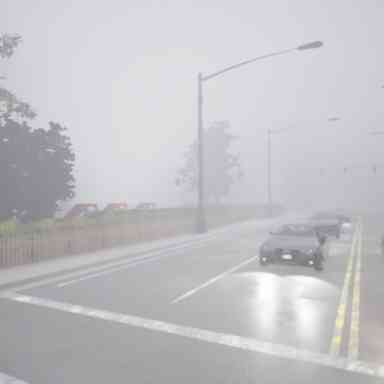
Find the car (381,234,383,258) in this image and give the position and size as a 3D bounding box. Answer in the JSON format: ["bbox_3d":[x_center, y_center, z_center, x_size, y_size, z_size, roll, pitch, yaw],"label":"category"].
[{"bbox_3d":[7.462,1.792,10.937,2.033,1.411,5.357,-1,-2,25],"label":"car"}]

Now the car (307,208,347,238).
[{"bbox_3d":[8.553,1.987,21.284,1.882,1.535,5.008,-1,-2,27],"label":"car"}]

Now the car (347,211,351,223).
[{"bbox_3d":[15.001,2.321,33.793,1.812,1.442,4.674,-1,-2,27],"label":"car"}]

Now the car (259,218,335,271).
[{"bbox_3d":[3.855,1.864,12.126,1.994,1.385,4.181,-1,-2,27],"label":"car"}]
